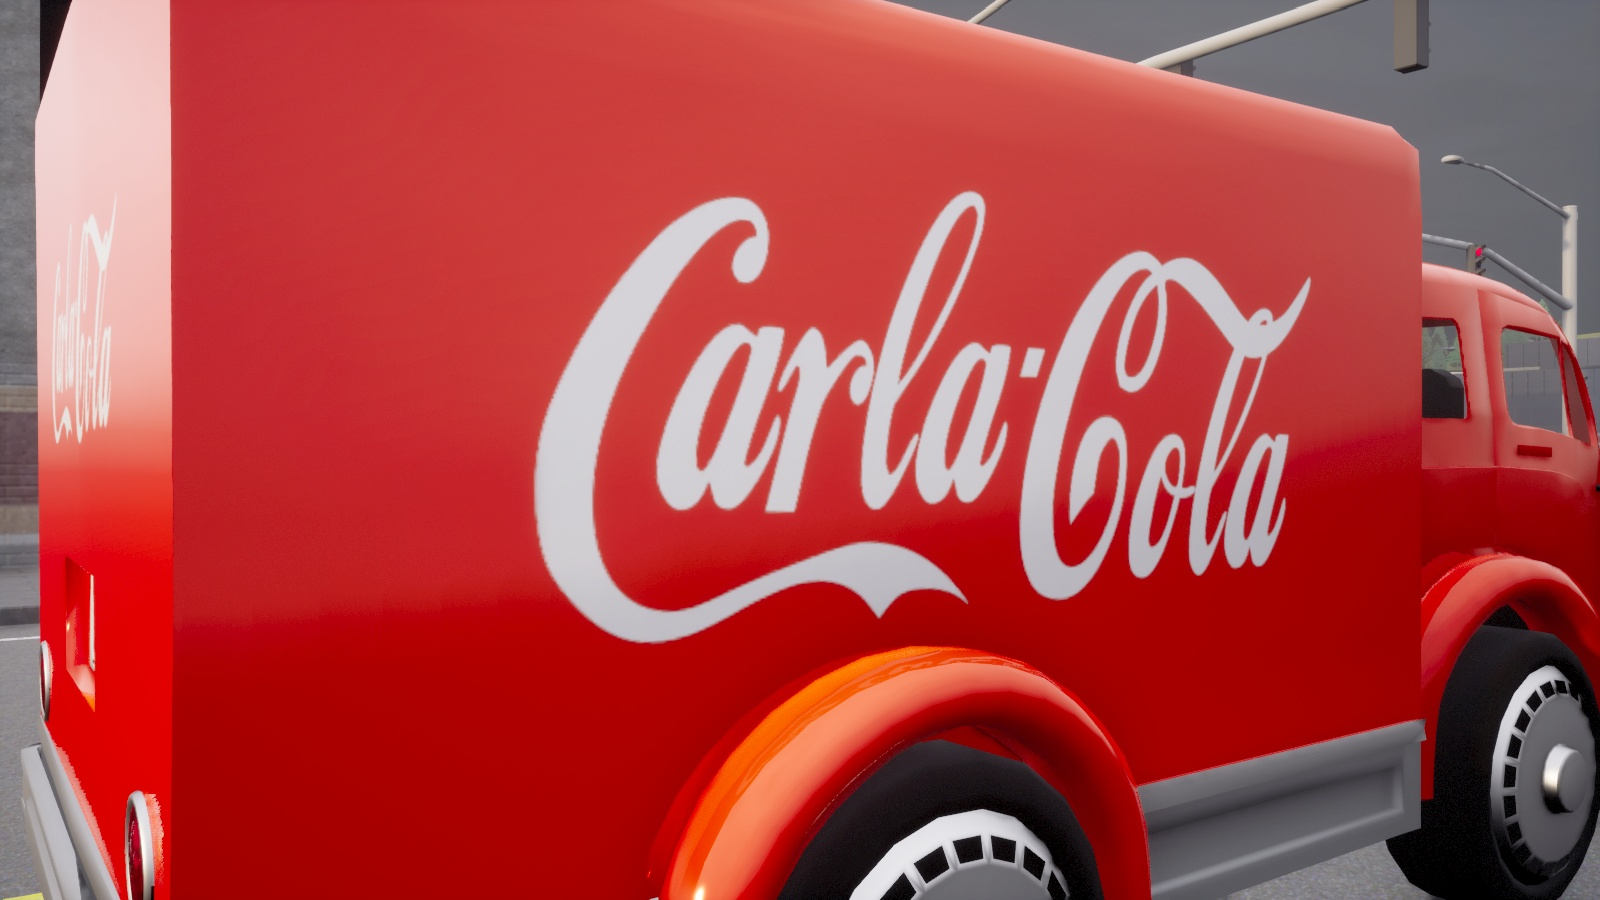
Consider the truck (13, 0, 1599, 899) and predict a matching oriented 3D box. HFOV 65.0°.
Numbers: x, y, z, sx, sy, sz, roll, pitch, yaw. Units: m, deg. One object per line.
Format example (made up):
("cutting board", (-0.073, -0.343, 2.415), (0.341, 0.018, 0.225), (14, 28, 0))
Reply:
("truck", (0.591, 0.267, 4.070), (5.204, 2.467, 2.627), (0, 0, -35))
